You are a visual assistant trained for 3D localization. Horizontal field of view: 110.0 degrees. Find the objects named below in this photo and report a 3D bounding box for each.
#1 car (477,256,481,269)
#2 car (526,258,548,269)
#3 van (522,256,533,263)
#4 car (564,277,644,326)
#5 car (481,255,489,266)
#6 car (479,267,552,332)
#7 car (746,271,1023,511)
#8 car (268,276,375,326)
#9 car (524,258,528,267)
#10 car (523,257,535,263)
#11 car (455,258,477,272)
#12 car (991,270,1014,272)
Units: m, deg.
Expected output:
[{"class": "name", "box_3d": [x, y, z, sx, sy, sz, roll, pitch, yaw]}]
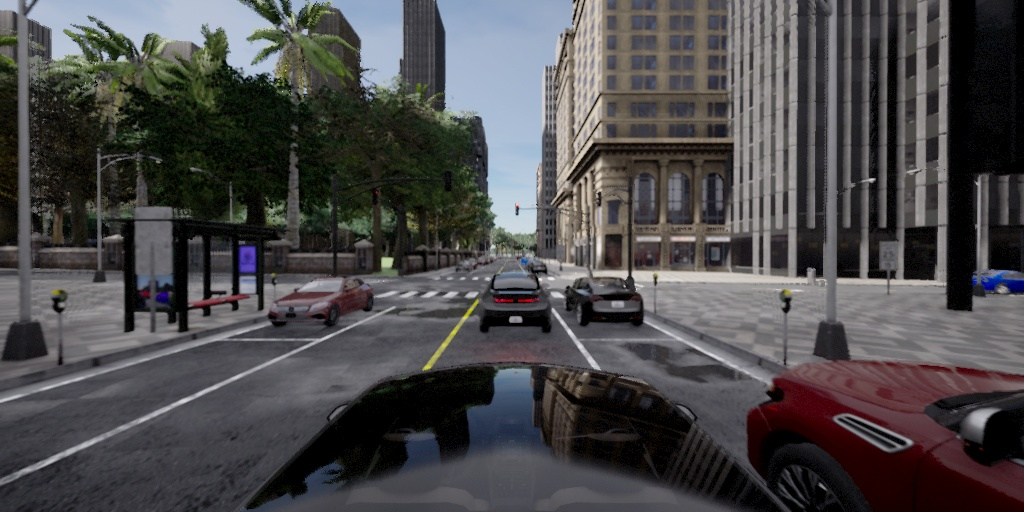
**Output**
[{"class": "car", "box_3d": [-5.765, 1.058, 48.718, 1.967, 1.591, 4.097, 0, 0, 0]}, {"class": "car", "box_3d": [2.761, 1.216, 37.858, 1.948, 1.339, 4.313, 0, 0, 0]}, {"class": "van", "box_3d": [2.760, 0.941, 54.119, 1.690, 1.789, 3.998, 0, 0, 0]}, {"class": "car", "box_3d": [2.762, 1.291, 11.421, 1.948, 1.339, 4.313, 0, 0, 0]}, {"class": "car", "box_3d": [-5.766, 1.004, 64.979, 1.967, 1.591, 4.097, 0, 0, 0]}, {"class": "car", "box_3d": [0.089, 1.232, 10.743, 1.837, 1.490, 4.892, 0, 0, 0]}, {"class": "car", "box_3d": [2.763, 1.067, 0.570, 2.192, 1.841, 5.009, 0, 0, 0]}, {"class": "car", "box_3d": [-5.763, 1.307, 11.438, 1.802, 1.307, 4.207, 0, 0, 0]}, {"class": "car", "box_3d": [2.760, 1.200, 43.278, 1.948, 1.339, 4.313, 0, 0, 0]}, {"class": "car", "box_3d": [2.760, 1.143, 48.869, 1.751, 1.417, 4.829, 0, 0, 0]}, {"class": "car", "box_3d": [-5.765, 1.185, 43.297, 2.007, 1.370, 4.403, 0, 0, 0]}, {"class": "car", "box_3d": [31.398, 1.679, 22.823, 5.008, 1.535, 1.882, 1, 0, 0]}]
